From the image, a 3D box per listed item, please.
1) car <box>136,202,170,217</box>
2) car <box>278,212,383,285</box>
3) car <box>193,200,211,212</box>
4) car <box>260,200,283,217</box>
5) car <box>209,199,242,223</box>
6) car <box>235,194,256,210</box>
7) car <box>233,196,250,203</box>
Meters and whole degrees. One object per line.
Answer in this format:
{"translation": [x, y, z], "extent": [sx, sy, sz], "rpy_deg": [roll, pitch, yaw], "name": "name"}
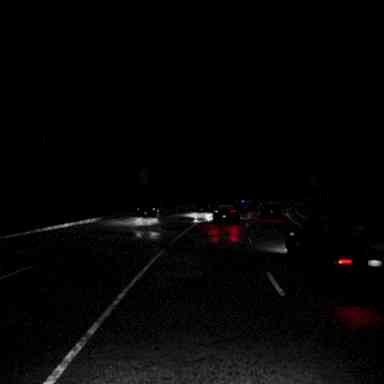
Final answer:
{"translation": [-3.564, 1.572, 31.139], "extent": [1.895, 1.301, 4.718], "rpy_deg": [0, 0, 12], "name": "car"}
{"translation": [4.053, 1.553, 9.521], "extent": [2.033, 1.411, 5.357], "rpy_deg": [0, 0, 4], "name": "car"}
{"translation": [1.571, 1.585, 37.494], "extent": [1.895, 1.301, 4.718], "rpy_deg": [0, 0, 15], "name": "car"}
{"translation": [7.319, 1.486, 30.745], "extent": [1.882, 1.535, 5.008], "rpy_deg": [0, 0, 13], "name": "car"}
{"translation": [2.678, 1.521, 25.621], "extent": [1.812, 1.442, 4.674], "rpy_deg": [0, 0, 10], "name": "car"}
{"translation": [6.913, 1.222, 42.576], "extent": [2.150, 2.045, 5.566], "rpy_deg": [0, 0, 17], "name": "car"}
{"translation": [10.434, 1.506, 69.868], "extent": [2.033, 1.411, 5.357], "rpy_deg": [0, 0, 27], "name": "car"}
